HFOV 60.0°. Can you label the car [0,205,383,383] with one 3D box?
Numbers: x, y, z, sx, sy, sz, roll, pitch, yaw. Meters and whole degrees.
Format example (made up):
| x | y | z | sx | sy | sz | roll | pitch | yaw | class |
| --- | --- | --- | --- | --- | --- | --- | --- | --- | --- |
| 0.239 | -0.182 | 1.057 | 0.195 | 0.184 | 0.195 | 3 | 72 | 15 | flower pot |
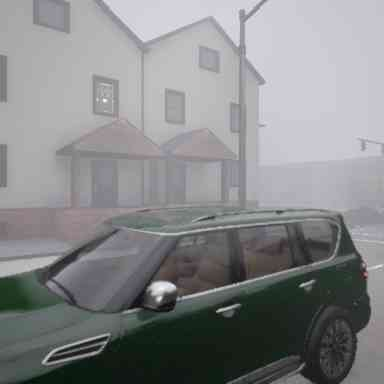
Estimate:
| x | y | z | sx | sy | sz | roll | pitch | yaw | class |
| --- | --- | --- | --- | --- | --- | --- | --- | --- | --- |
| -0.187 | 1.221 | 3.817 | 5.566 | 2.045 | 2.150 | 0 | 0 | -35 | car |
